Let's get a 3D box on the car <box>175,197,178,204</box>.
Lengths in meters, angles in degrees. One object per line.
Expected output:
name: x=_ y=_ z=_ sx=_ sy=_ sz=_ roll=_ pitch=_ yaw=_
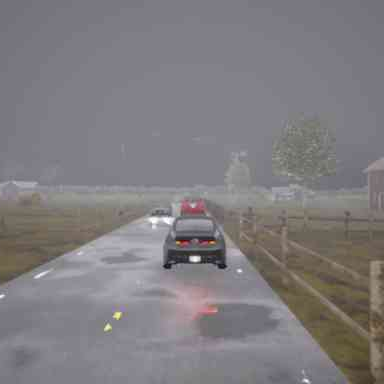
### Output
car: x=-2.768 y=1.840 z=72.794 sx=1.837 sy=1.490 sz=4.892 roll=0 pitch=0 yaw=0

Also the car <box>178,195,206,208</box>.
car: x=0.091 y=1.317 z=30.396 sx=2.150 sy=2.045 sz=5.566 roll=0 pitch=0 yaw=0

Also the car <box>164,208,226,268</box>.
car: x=0.087 y=1.533 z=11.366 sx=1.837 sy=1.490 sz=4.892 roll=0 pitch=0 yaw=0

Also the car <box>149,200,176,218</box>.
car: x=-2.854 y=1.665 z=31.643 sx=1.994 sy=1.385 sz=4.181 roll=0 pitch=0 yaw=0
